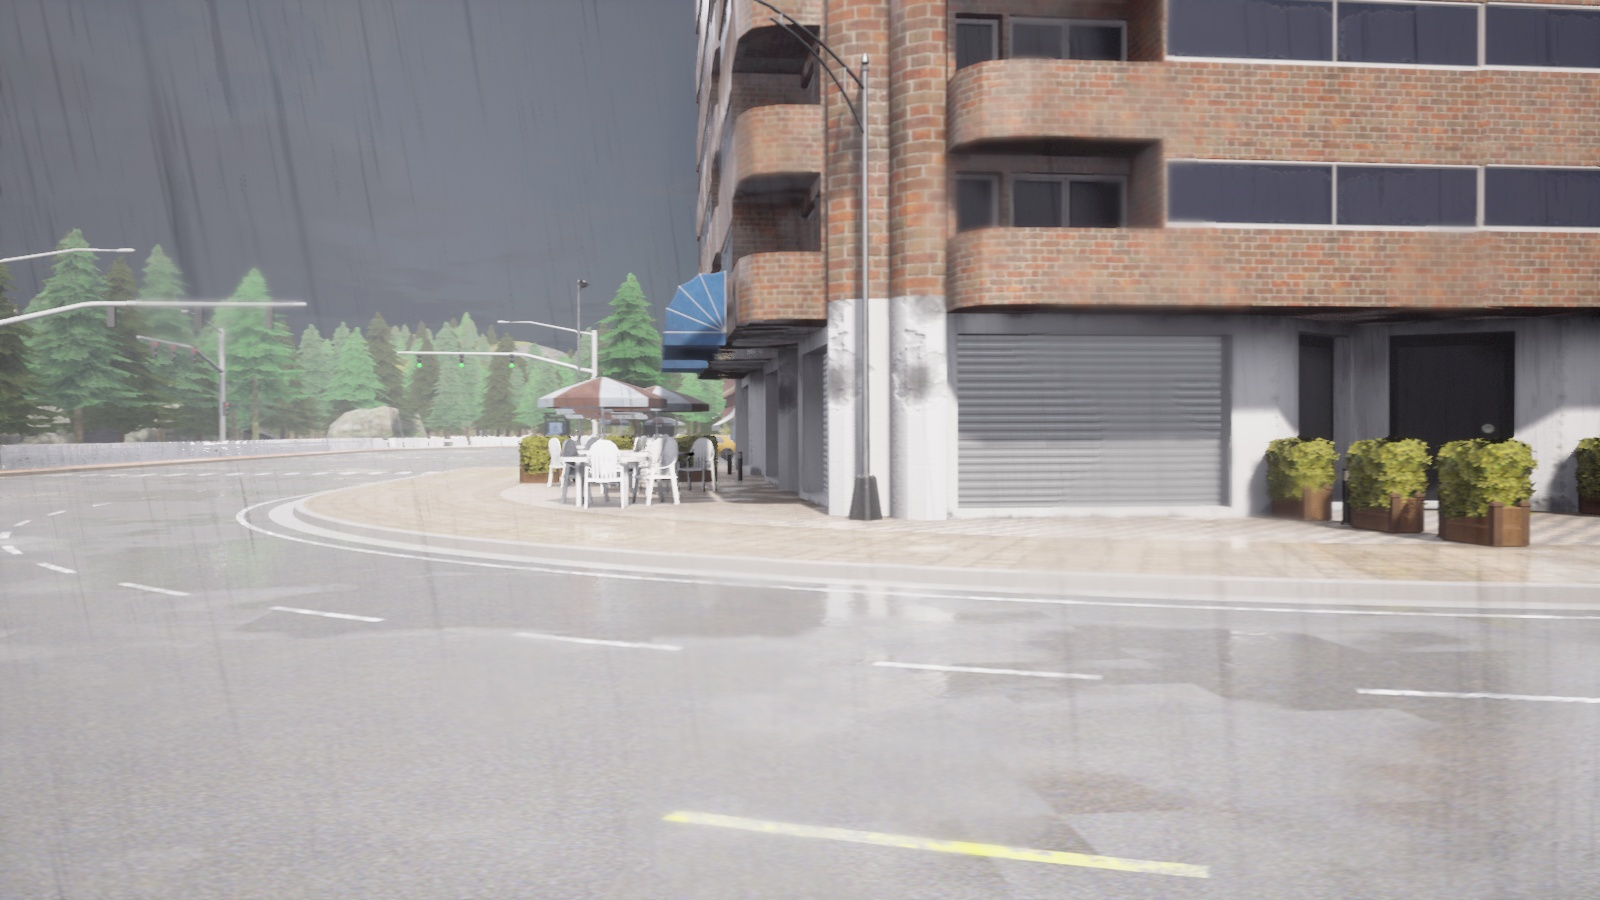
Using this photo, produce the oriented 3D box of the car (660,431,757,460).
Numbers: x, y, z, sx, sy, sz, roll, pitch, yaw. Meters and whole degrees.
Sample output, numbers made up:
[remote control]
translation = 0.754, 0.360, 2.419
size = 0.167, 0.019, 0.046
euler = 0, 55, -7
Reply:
[car]
translation = -5.187, -0.262, 70.657
size = 5.366, 1.575, 1.801
euler = 0, 1, -6
